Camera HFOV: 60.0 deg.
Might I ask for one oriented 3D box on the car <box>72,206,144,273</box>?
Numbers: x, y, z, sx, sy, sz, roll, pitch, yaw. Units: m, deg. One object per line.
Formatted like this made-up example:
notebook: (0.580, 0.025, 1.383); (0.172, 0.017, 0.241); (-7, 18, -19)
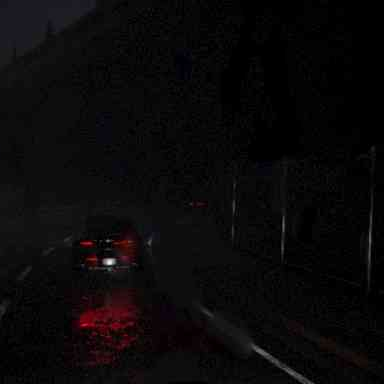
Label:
car: (-2.593, 1.394, 10.318); (1.837, 1.490, 4.892); (1, 0, -15)

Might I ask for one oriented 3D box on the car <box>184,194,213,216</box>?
car: (1.372, 1.256, 32.942); (2.150, 2.045, 5.566); (2, 0, 32)

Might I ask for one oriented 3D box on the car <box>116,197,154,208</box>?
car: (-6.809, 1.305, 39.785); (1.895, 1.301, 4.718); (2, 0, 34)
